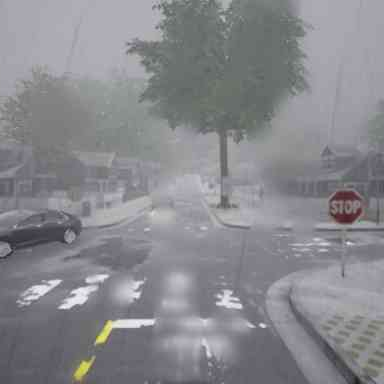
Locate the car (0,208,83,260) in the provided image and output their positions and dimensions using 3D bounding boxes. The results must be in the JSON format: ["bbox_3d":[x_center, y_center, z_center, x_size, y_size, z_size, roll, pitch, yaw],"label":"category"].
[{"bbox_3d":[-6.388,1.425,12.699,1.837,1.490,4.892,2,2,26],"label":"car"}]

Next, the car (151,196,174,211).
[{"bbox_3d":[-2.746,1.063,32.064,1.994,1.385,4.181,0,2,0],"label":"car"}]
